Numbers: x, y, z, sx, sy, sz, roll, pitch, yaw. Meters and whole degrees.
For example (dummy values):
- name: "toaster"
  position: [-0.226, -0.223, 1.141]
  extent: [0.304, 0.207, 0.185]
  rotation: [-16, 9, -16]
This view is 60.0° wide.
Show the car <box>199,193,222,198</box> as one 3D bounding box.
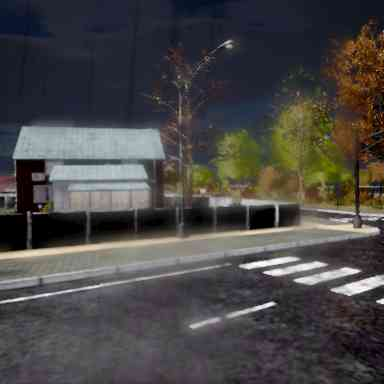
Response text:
- name: "car"
  position: [3.199, 1.289, 59.199]
  extent: [1.812, 1.442, 4.674]
  rotation: [-1, 1, -14]

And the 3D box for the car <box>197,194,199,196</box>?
- name: "car"
  position: [2.289, 0.958, 73.605]
  extent: [2.128, 1.511, 4.902]
  rotation: [-1, 1, -15]

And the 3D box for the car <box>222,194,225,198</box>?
- name: "car"
  position: [4.985, 1.173, 63.692]
  extent: [1.837, 1.490, 4.892]
  rotation: [-1, 1, -16]

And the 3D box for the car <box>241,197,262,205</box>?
- name: "car"
  position: [7.728, 1.414, 41.876]
  extent: [1.812, 1.442, 4.674]
  rotation: [-1, 1, -15]
